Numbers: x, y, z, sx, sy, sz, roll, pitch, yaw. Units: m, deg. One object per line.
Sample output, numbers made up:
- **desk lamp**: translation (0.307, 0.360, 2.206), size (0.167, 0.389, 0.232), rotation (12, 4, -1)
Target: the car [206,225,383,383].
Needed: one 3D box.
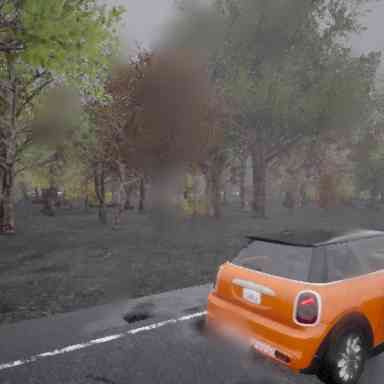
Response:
- **car**: translation (2.493, 1.351, 5.520), size (4.553, 1.767, 2.097), rotation (0, 0, -36)
